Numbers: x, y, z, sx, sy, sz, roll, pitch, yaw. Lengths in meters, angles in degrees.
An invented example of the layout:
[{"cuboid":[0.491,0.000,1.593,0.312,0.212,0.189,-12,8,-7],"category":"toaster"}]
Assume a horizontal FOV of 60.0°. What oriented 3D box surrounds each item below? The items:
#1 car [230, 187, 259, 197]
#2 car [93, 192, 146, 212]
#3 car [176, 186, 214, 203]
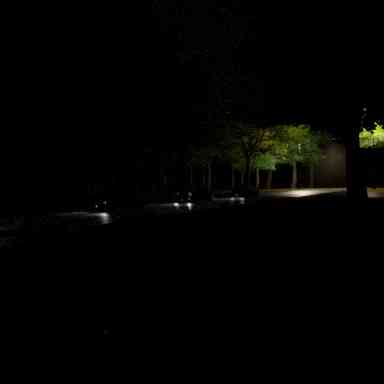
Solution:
[{"cuboid":[6.903,-0.014,43.580,1.895,1.301,4.718,-1,2,38],"category":"car"},{"cuboid":[-5.801,0.718,27.119,1.812,1.442,4.674,-1,2,39],"category":"car"},{"cuboid":[0.336,0.148,35.083,2.097,1.767,4.553,-1,2,38],"category":"car"}]
